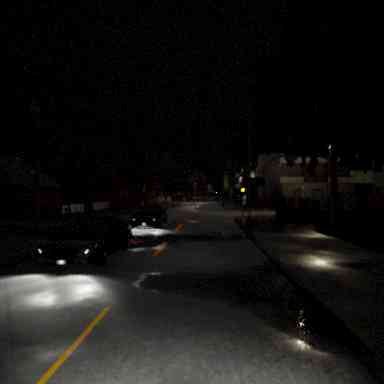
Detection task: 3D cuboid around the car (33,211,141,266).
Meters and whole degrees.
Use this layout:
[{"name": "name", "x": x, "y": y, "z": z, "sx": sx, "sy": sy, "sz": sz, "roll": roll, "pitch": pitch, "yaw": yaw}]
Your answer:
[{"name": "car", "x": -3.525, "y": 1.600, "z": 12.003, "sx": 2.033, "sy": 1.411, "sz": 5.357, "roll": 0, "pitch": 0, "yaw": 3}]

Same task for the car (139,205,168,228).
[{"name": "car", "x": -2.850, "y": 1.651, "z": 23.477, "sx": 2.033, "sy": 1.411, "sz": 5.357, "roll": 0, "pitch": 0, "yaw": 4}]
